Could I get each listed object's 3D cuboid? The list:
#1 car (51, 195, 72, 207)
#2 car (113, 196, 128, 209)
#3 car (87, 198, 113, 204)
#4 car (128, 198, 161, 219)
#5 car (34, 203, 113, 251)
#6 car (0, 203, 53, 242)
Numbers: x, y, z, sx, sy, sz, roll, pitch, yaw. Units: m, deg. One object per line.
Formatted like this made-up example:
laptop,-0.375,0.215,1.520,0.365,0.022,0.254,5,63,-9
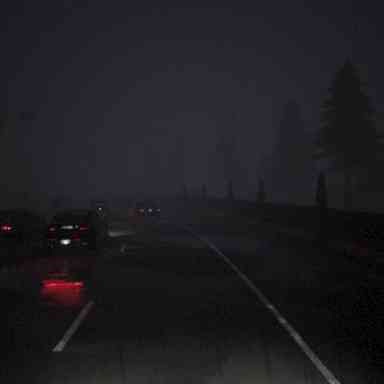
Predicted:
car,-14.357,1.159,36.718,2.097,1.767,4.553,0,0,-21
car,-8.936,1.244,41.868,1.882,1.535,5.008,0,0,-23
car,-9.285,1.324,33.122,1.837,1.490,4.892,0,0,-18
car,-3.736,1.393,26.973,2.033,1.411,5.357,0,0,-15
car,-4.619,1.430,13.742,1.837,1.490,4.892,0,0,-7
car,-8.373,1.469,15.584,2.033,1.411,5.357,0,0,-10
